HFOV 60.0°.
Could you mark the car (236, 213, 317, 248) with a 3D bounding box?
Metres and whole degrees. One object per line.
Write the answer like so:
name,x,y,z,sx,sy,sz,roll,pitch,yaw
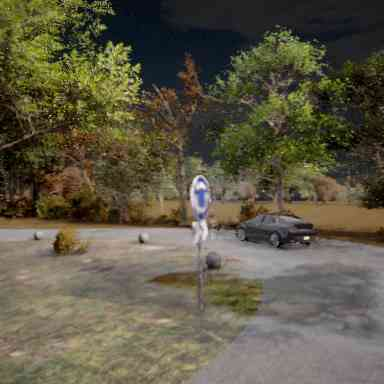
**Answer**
car,4.031,1.827,16.685,1.837,1.490,4.892,2,-2,-23
